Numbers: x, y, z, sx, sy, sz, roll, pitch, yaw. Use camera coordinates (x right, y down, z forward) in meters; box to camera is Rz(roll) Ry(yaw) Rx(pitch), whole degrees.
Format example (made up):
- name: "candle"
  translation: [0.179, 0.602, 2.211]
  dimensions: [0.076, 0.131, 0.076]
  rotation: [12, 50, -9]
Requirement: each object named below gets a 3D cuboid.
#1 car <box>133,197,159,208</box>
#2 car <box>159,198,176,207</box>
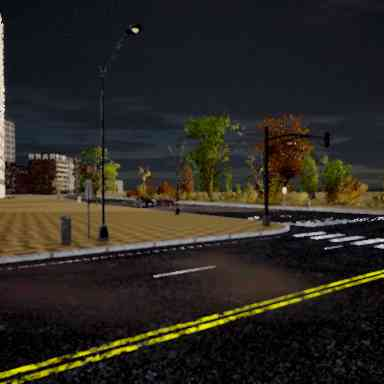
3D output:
- name: "car"
  translation: [-7.021, 1.523, 48.360]
  dimensions: [1.837, 1.490, 4.892]
  rotation: [-1, 0, -30]
- name: "car"
  translation: [-4.071, 1.556, 49.756]
  dimensions: [1.994, 1.385, 4.181]
  rotation: [-1, 0, -30]
